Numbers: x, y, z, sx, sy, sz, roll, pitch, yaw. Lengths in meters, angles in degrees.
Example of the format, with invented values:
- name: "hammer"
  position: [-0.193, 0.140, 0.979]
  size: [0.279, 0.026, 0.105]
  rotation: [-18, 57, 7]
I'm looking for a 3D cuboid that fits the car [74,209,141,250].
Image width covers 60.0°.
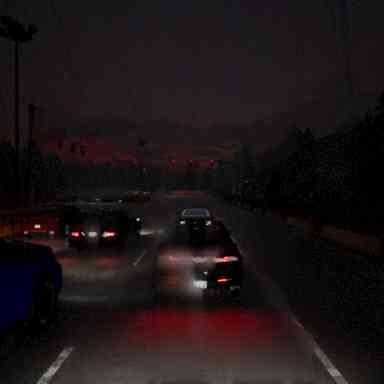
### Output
- name: "car"
  position: [-3.339, 1.450, 13.736]
  size: [2.033, 1.411, 5.357]
  rotation: [0, 0, 0]

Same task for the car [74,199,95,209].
- name: "car"
  position: [-6.831, 1.354, 17.152]
  size: [1.882, 1.535, 5.008]
  rotation: [0, 0, 0]

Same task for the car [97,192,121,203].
- name: "car"
  position: [-13.755, 1.104, 55.407]
  size: [1.812, 1.442, 4.674]
  rotation: [0, 0, 1]

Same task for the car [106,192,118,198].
- name: "car"
  position: [-20.476, 0.824, 85.169]
  size: [1.882, 1.535, 5.008]
  rotation: [0, 0, 0]

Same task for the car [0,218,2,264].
- name: "car"
  position: [-6.876, 1.510, 8.167]
  size: [1.994, 1.385, 4.181]
  rotation: [0, 0, 1]

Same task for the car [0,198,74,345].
- name: "car"
  position: [-3.385, 1.204, 3.563]
  size: [2.150, 2.045, 5.566]
  rotation: [0, 0, 0]

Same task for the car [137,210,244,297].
- name: "car"
  position: [0.132, 1.436, 8.417]
  size: [2.128, 1.511, 4.902]
  rotation: [0, 0, 0]

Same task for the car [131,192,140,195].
- name: "car"
  position: [-13.546, 0.953, 74.491]
  size: [1.812, 1.442, 4.674]
  rotation: [0, 0, 0]

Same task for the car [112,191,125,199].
- name: "car"
  position: [-17.026, 0.761, 77.484]
  size: [2.097, 1.767, 4.553]
  rotation: [0, 0, 0]

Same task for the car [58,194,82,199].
- name: "car"
  position: [-20.741, 1.054, 55.675]
  size: [1.882, 1.535, 5.008]
  rotation: [0, 0, 2]

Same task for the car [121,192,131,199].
- name: "car"
  position: [-13.649, 1.033, 64.470]
  size: [1.812, 1.442, 4.674]
  rotation: [0, 0, 1]

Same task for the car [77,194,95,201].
- name: "car"
  position: [-20.622, 1.104, 65.008]
  size: [1.895, 1.301, 4.718]
  rotation: [0, 0, 1]

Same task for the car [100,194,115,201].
- name: "car"
  position: [-17.092, 1.049, 67.352]
  size: [1.994, 1.385, 4.181]
  rotation: [0, 0, 0]

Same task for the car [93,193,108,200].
- name: "car"
  position: [-20.543, 0.904, 74.950]
  size: [1.882, 1.535, 5.008]
  rotation: [0, 0, 0]

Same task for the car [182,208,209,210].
- name: "car"
  position: [0.186, 1.472, 17.747]
  size: [1.895, 1.301, 4.718]
  rotation: [0, 0, 0]

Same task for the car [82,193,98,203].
- name: "car"
  position: [-17.232, 1.127, 57.375]
  size: [1.994, 1.385, 4.181]
  rotation: [0, 0, 1]
